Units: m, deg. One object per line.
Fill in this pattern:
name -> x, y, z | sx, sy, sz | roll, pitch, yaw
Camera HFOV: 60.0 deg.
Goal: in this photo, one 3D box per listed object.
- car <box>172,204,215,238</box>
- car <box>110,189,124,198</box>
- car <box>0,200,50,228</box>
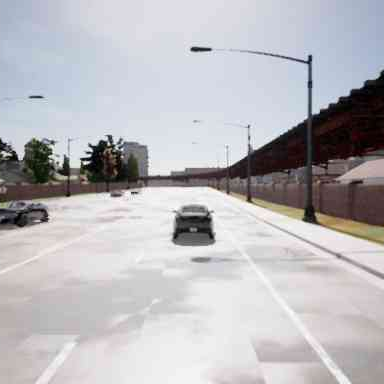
car -> 0.071, 1.340, 16.608 | 1.837, 1.490, 4.892 | 0, 1, 0
car -> -13.726, 0.266, 61.473 | 1.812, 1.442, 4.674 | 0, 2, 0
car -> -10.513, 1.273, 20.477 | 2.128, 1.511, 4.902 | 0, 1, 0
